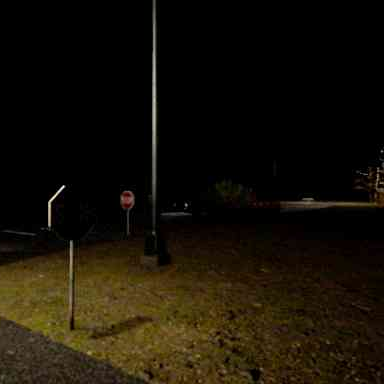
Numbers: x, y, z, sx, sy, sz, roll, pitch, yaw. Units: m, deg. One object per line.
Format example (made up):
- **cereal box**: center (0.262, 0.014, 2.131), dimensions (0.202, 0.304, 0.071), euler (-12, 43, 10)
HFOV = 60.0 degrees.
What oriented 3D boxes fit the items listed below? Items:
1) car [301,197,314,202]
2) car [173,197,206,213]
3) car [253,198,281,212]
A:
- **car**: center (28.431, 1.803, 81.933), dimensions (1.895, 1.301, 4.718), euler (0, 0, 34)
- **car**: center (-0.245, 1.437, 39.061), dimensions (2.097, 1.767, 4.553), euler (0, 0, 34)
- **car**: center (9.201, 1.484, 40.572), dimensions (2.097, 1.767, 4.553), euler (0, 0, 34)
